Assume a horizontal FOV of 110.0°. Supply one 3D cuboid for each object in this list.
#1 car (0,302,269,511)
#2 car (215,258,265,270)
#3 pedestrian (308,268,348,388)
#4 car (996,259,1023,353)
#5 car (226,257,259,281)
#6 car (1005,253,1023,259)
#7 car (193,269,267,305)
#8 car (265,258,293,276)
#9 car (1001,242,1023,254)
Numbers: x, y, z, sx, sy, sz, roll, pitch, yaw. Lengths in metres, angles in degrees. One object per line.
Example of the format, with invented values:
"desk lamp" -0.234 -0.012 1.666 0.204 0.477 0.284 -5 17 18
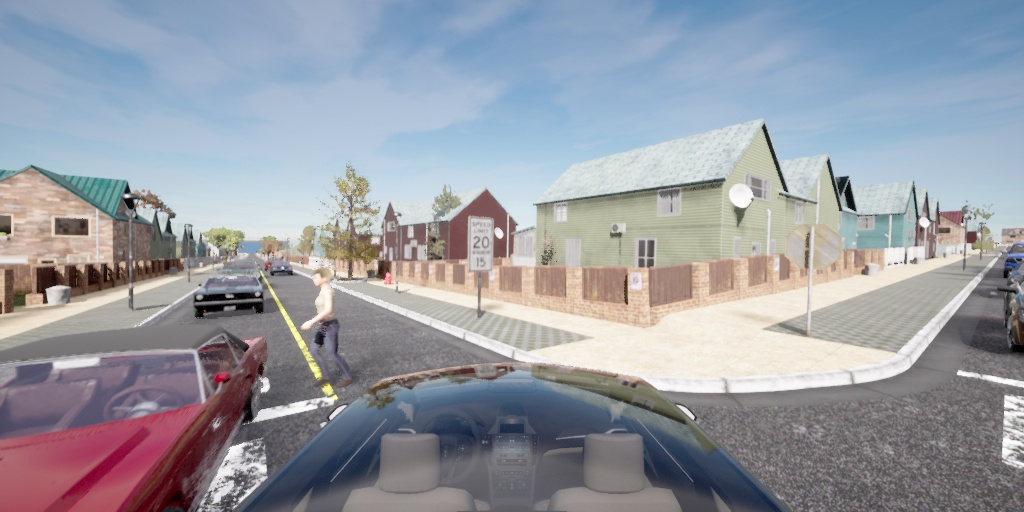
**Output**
"car" -3.346 1.365 2.831 1.895 1.301 4.718 0 0 -27
"car" -16.051 1.057 21.149 2.097 1.767 4.553 0 0 -36
"pedestrian" -2.775 1.058 5.393 0.375 1.860 0.375 -2 3 -36
"car" 10.837 0.986 6.719 4.902 1.511 2.128 -2 3 -37
"car" -22.785 1.021 30.458 2.097 1.767 4.553 0 0 -36
"car" 19.108 0.798 12.713 4.674 1.442 1.812 -2 3 -36
"car" -10.195 1.333 13.091 1.895 1.301 4.718 0 0 -36
"car" -23.190 1.201 35.971 2.033 1.411 5.357 0 0 -36
"car" 28.970 0.231 19.762 5.566 2.045 2.150 -1 3 -35
